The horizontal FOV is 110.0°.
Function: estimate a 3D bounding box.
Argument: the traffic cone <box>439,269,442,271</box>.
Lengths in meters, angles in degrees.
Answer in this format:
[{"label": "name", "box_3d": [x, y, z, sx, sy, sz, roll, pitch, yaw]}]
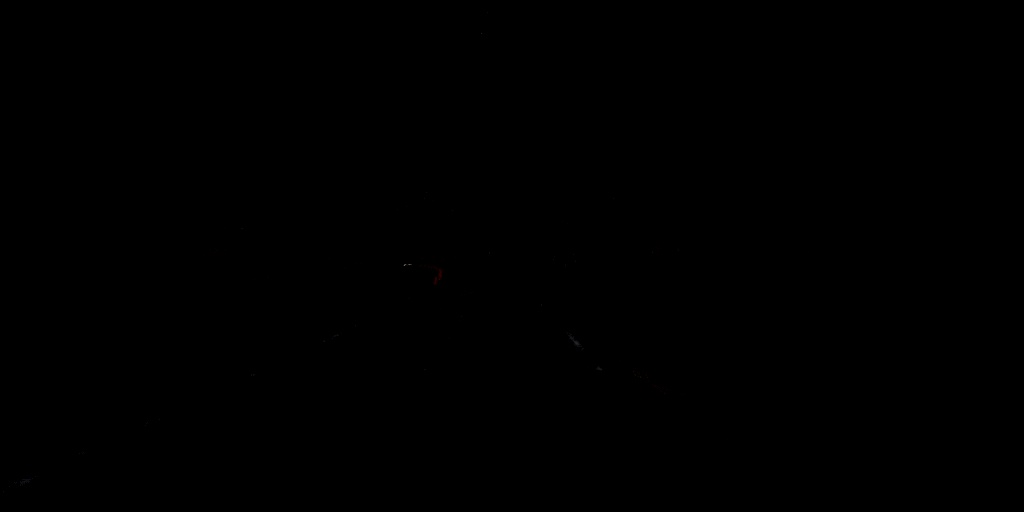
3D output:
[{"label": "traffic cone", "box_3d": [-7.082, 1.803, 36.181, 0.340, 0.580, 0.340, 0, 0, -10]}]

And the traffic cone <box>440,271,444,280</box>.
[{"label": "traffic cone", "box_3d": [-6.285, 1.793, 31.316, 0.340, 0.580, 0.340, 0, 0, -9]}]

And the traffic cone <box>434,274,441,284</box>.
[{"label": "traffic cone", "box_3d": [-5.614, 1.784, 26.432, 0.340, 0.580, 0.340, 0, 0, -7]}]

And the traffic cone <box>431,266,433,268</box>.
[{"label": "traffic cone", "box_3d": [-12.936, 1.881, 60.109, 0.340, 0.580, 0.340, 0, 0, -17]}]

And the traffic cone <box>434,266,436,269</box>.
[{"label": "traffic cone", "box_3d": [-11.519, 1.862, 55.387, 0.340, 0.580, 0.340, 0, 0, -16]}]
